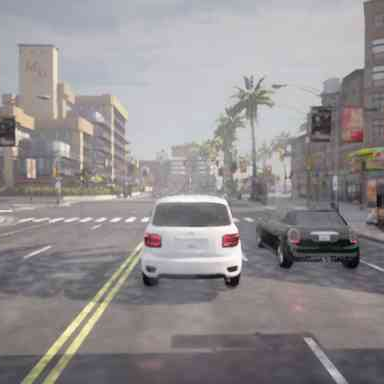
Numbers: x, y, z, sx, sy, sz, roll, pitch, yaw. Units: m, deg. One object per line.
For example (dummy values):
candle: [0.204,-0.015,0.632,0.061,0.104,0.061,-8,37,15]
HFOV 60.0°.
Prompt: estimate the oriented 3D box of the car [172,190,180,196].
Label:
car: [-4.383,0.201,90.822,1.837,1.490,4.892,0,1,-1]

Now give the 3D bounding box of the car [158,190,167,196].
car: [-7.878,0.232,90.352,2.128,1.511,4.902,0,1,-1]

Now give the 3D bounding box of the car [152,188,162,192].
car: [-7.719,0.162,74.281,2.150,2.045,5.566,0,1,-1]

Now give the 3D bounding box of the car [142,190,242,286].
car: [-0.015,1.089,9.141,2.150,2.045,5.566,0,1,0]

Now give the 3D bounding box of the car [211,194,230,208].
car: [3.234,0.976,38.378,1.812,1.442,4.674,0,1,-1]

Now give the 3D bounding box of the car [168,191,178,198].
car: [-4.225,0.469,74.848,2.033,1.411,5.357,0,1,-1]

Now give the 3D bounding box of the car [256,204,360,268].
car: [3.479,1.195,10.881,2.097,1.767,4.553,0,1,0]

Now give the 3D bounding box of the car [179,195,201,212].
car: [-0.210,1.082,32.459,2.033,1.411,5.357,0,1,-1]
